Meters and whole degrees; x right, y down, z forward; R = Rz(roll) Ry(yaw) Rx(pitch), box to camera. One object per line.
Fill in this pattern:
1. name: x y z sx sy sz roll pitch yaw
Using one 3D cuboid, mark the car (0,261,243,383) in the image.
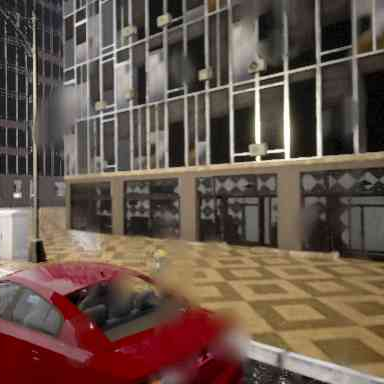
1. car: -1.604 1.529 3.997 4.507 1.381 1.887 0 -1 36
